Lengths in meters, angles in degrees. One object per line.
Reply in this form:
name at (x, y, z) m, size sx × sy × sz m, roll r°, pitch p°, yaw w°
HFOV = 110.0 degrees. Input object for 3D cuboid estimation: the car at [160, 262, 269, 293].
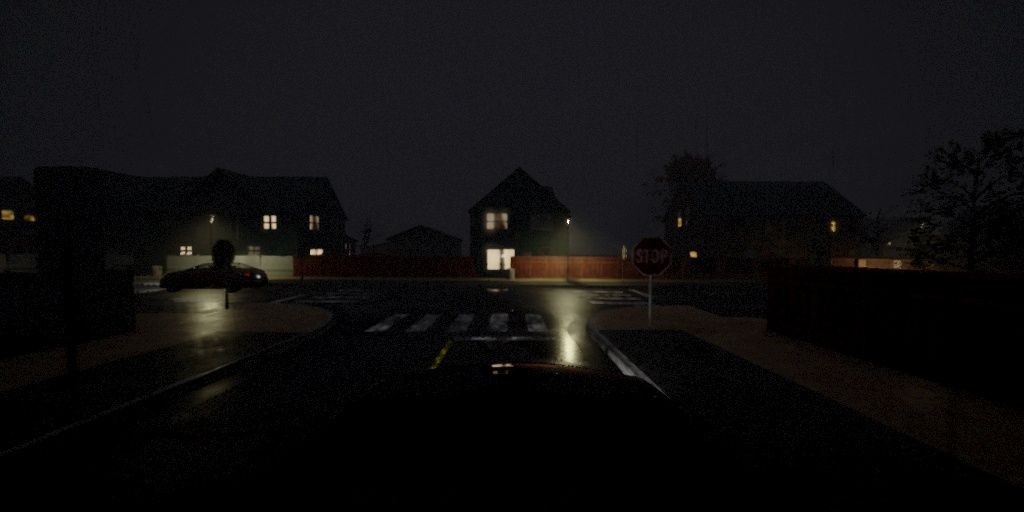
car at (-14.234, 0.959, 17.305) m, size 4.181 × 1.385 × 1.994 m, roll 0°, pitch 2°, yaw -1°
